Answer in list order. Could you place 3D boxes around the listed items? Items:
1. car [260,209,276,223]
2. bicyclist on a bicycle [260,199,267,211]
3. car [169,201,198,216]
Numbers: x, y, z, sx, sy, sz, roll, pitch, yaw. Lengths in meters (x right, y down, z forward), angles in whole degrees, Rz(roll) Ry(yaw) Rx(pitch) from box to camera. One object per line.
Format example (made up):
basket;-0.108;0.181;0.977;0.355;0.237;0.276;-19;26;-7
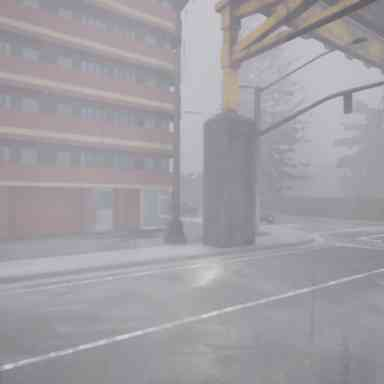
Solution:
car;4.674;1.766;27.298;1.812;1.442;4.674;1;-1;-36
bicyclist on a bicycle;7.622;1.636;36.059;1.656;1.620;0.582;1;0;-35
car;-1.274;1.719;35.679;1.882;1.535;5.008;1;-1;-35
